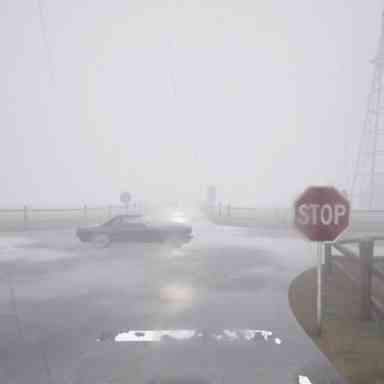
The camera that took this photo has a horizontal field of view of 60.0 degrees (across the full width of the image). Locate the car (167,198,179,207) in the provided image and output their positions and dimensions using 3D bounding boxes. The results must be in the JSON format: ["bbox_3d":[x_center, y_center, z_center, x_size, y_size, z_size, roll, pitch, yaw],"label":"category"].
[{"bbox_3d":[-3.711,2.010,65.876,2.097,1.767,4.553,0,-1,-1],"label":"car"}]

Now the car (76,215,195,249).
[{"bbox_3d":[-2.234,1.621,14.014,4.718,1.301,1.895,0,0,-1],"label":"car"}]
